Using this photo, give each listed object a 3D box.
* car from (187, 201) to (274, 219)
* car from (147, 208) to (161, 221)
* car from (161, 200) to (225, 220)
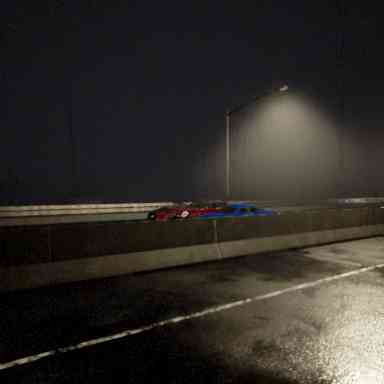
[{"bbox_3d":[2.432,1.437,18.540,5.008,1.535,1.882,0,0,-35],"label":"car"},{"bbox_3d":[-1.164,1.522,24.566,4.181,1.385,1.994,0,0,-35],"label":"car"},{"bbox_3d":[0.652,1.311,21.565,4.553,1.767,2.097,0,0,-35],"label":"car"}]
